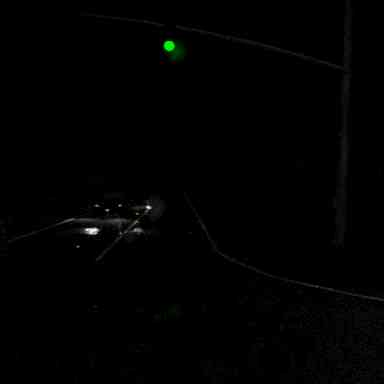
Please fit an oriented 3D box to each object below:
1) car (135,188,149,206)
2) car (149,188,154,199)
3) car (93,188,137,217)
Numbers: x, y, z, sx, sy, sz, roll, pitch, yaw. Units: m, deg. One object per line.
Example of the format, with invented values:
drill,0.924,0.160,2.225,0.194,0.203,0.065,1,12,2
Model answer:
car,-5.337,0.389,30.500,1.837,1.490,4.892,2,2,-3
car,-5.765,0.170,40.637,1.895,1.301,4.718,2,2,-2
car,-4.939,0.695,21.348,1.812,1.442,4.674,2,2,-3
